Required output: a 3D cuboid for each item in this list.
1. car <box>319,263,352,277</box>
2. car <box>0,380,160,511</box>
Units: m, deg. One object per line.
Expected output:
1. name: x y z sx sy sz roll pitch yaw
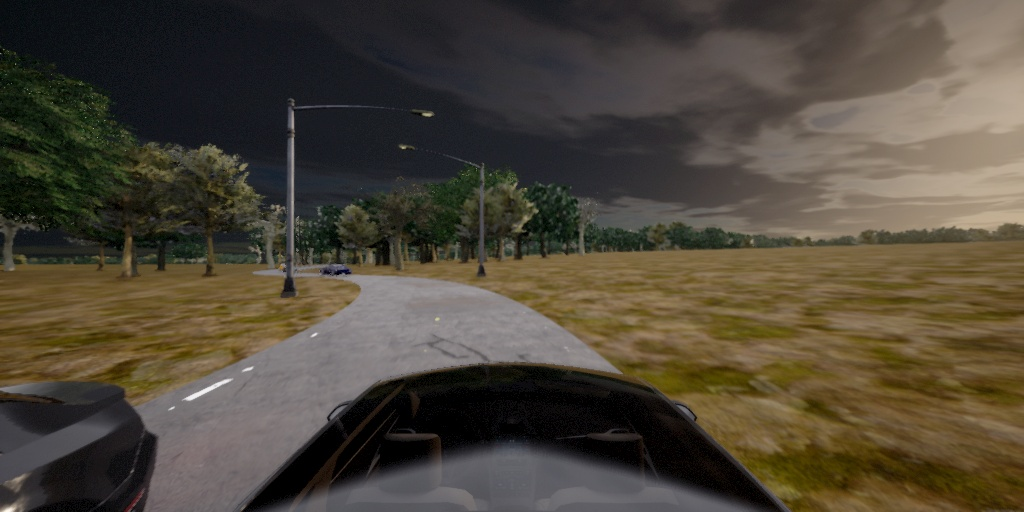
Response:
1. car: -19.788 1.666 40.219 4.718 1.301 1.895 -2 -2 43
2. car: -3.224 1.280 0.251 1.837 1.490 4.892 0 0 0
